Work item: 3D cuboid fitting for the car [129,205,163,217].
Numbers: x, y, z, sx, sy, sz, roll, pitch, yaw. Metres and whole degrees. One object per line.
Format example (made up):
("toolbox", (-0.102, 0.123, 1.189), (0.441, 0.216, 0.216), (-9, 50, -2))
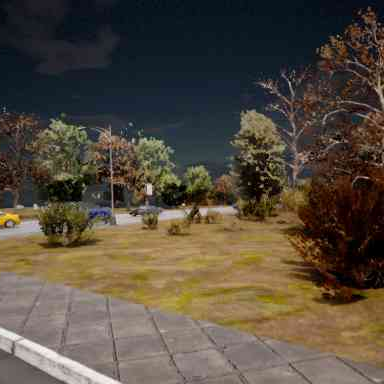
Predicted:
("car", (-6.070, 2.509, 44.859), (2.033, 1.411, 5.357), (-3, -2, 32))

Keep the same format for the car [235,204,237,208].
("car", (9.384, 2.582, 62.523), (1.895, 1.301, 4.718), (-3, -2, 33))

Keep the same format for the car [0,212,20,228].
("car", (-17.036, 2.368, 27.647), (1.882, 1.535, 5.008), (-3, -2, 33))

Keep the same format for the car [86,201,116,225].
("car", (-8.784, 1.787, 27.160), (2.150, 2.045, 5.566), (-3, -2, 33))
